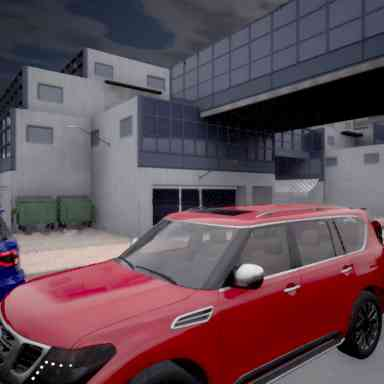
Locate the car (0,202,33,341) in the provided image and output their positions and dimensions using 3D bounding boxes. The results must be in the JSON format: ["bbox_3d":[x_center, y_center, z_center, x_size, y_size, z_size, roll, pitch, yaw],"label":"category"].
[{"bbox_3d":[-5.454,1.224,4.674,5.566,2.045,2.150,0,0,-33],"label":"car"}]

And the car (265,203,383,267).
[{"bbox_3d":[5.009,1.351,12.153,4.553,1.767,2.097,0,0,-37],"label":"car"}]

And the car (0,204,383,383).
[{"bbox_3d":[0.505,1.221,4.382,5.566,2.045,2.150,0,0,-37],"label":"car"}]
